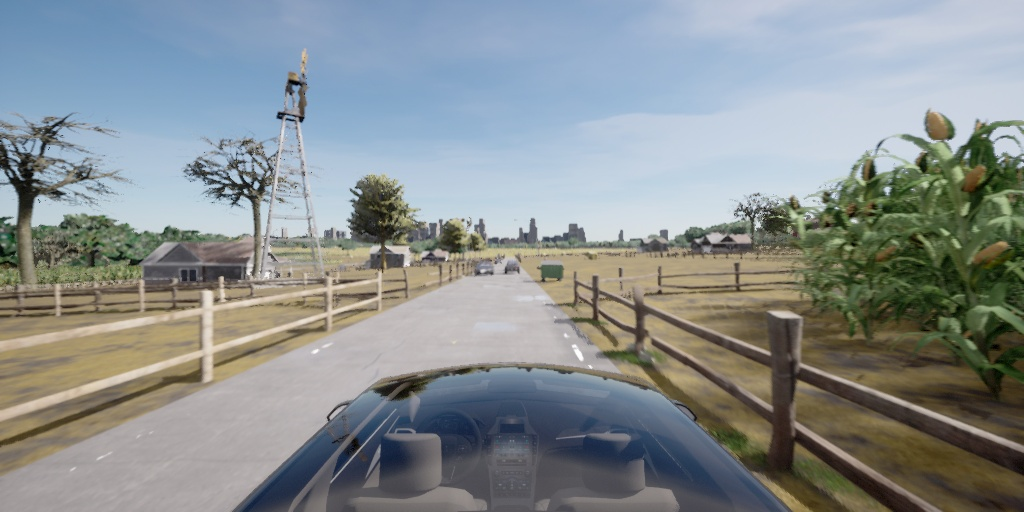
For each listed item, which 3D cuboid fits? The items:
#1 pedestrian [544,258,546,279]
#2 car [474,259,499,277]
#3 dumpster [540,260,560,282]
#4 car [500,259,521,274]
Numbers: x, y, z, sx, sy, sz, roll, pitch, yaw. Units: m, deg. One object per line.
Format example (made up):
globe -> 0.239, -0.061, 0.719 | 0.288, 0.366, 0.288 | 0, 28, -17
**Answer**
pedestrian -> 2.826, 1.076, 30.896 | 0.375, 1.860, 0.375 | -1, 1, -15
car -> -2.837, 1.337, 37.675 | 2.128, 1.511, 4.902 | 0, 0, 0
dumpster -> 3.125, 1.216, 29.428 | 1.020, 1.700, 1.940 | 0, 0, 0
car -> 0.050, 1.352, 43.720 | 2.128, 1.511, 4.902 | 0, 0, 1
